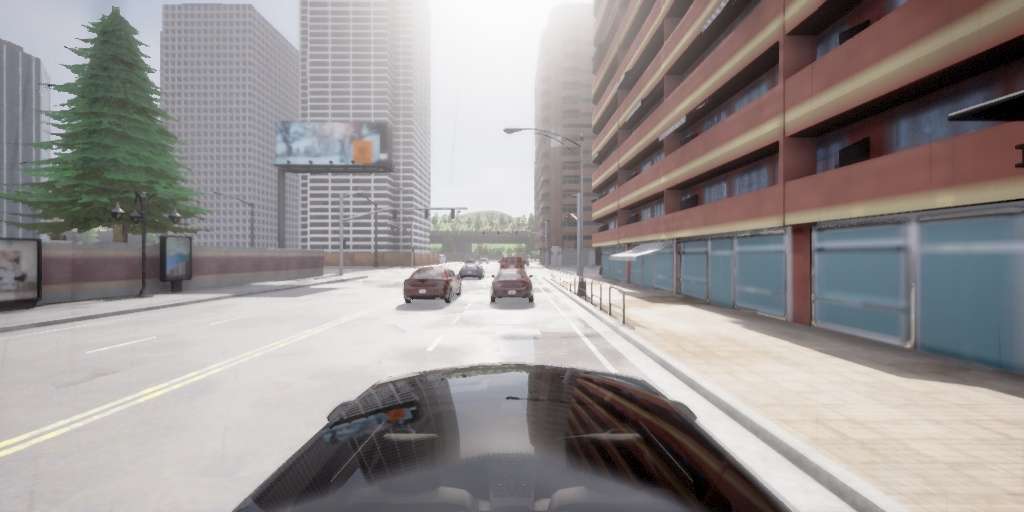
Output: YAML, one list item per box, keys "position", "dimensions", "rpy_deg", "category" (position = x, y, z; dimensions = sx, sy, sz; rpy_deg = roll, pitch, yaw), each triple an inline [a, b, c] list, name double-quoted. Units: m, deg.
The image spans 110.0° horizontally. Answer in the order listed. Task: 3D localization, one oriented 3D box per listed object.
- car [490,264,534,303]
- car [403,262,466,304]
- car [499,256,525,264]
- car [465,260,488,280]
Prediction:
- position: [0.000, 1.281, 16.500]
  dimensions: [1.812, 1.442, 4.674]
  rpy_deg: [0, 0, 0]
  category: "car"
- position: [-3.500, 1.233, 16.500]
  dimensions: [1.882, 1.535, 5.008]
  rpy_deg: [0, 0, 0]
  category: "car"
- position: [0.000, 1.006, 31.530]
  dimensions: [2.150, 2.045, 5.566]
  rpy_deg: [0, 0, 0]
  category: "car"
- position: [-3.500, 1.321, 31.500]
  dimensions: [1.994, 1.385, 4.181]
  rpy_deg: [0, 0, 0]
  category: "car"
